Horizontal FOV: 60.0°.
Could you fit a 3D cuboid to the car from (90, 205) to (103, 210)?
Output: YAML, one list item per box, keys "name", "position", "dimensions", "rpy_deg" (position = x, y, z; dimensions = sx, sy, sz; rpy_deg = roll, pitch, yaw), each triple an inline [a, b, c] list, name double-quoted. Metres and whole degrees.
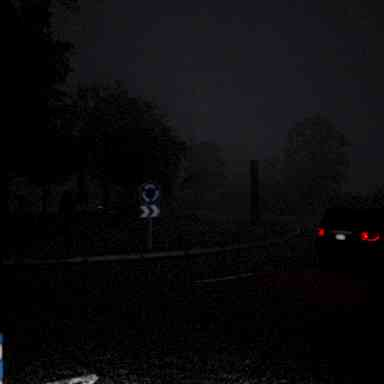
- name: "car"
  position: [-23.765, 4.156, 84.736]
  dimensions: [2.128, 1.511, 4.902]
  rpy_deg: [-1, -4, -25]

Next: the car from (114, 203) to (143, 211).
- name: "car"
  position: [-10.707, 2.668, 59.003]
  dimensions: [4.892, 1.490, 1.837]
  rpy_deg: [0, -1, 8]

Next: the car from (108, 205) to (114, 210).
- name: "car"
  position: [-19.039, 4.096, 87.680]
  dimensions: [4.892, 1.521, 2.231]
  rpy_deg: [-1, -4, -25]

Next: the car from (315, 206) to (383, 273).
- name: "car"
  position: [6.673, 1.552, 12.123]
  dimensions: [5.566, 2.045, 2.150]
  rpy_deg: [2, -1, -41]

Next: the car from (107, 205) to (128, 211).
- name: "car"
  position: [-20.208, 4.289, 90.167]
  dimensions: [5.008, 1.535, 2.097]
  rpy_deg: [-1, -4, -25]
